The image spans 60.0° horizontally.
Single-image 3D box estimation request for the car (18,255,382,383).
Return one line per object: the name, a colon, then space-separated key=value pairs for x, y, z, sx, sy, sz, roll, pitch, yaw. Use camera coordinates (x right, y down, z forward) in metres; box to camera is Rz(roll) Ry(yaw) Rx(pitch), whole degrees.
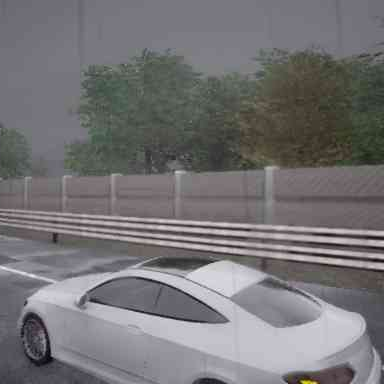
car: x=-0.297 y=1.558 z=4.205 sx=4.674 sy=1.442 sz=1.812 roll=-1 pitch=0 yaw=36
